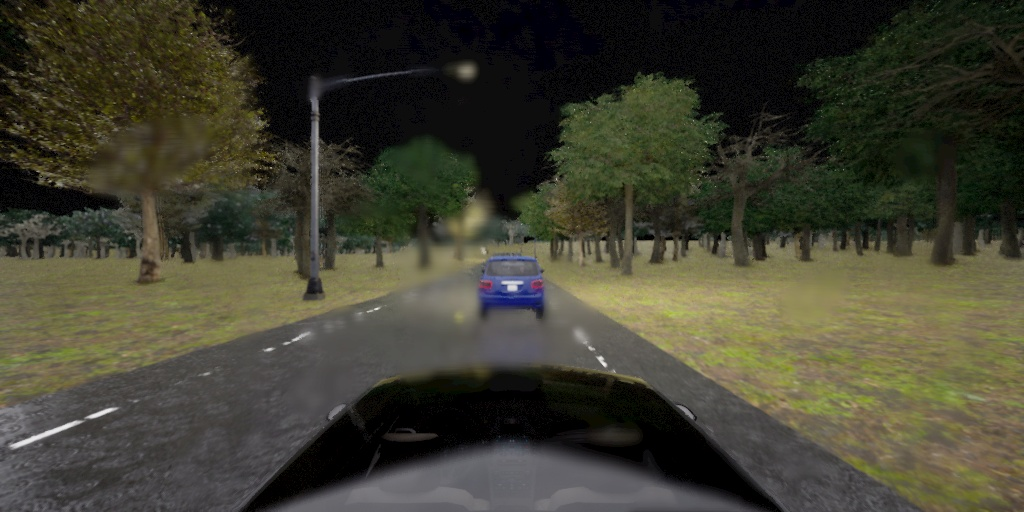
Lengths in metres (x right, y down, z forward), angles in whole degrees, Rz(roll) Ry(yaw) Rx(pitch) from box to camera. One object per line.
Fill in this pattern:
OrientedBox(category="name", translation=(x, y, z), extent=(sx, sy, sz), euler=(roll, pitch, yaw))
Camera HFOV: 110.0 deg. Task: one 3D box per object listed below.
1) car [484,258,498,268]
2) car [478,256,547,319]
OrientedBox(category="car", translation=(-3.536, 1.147, 60.452), extent=(2.033, 1.411, 5.357), euler=(0, 1, 1))
OrientedBox(category="car", translation=(0.038, 1.030, 13.212), extent=(2.150, 2.045, 5.566), euler=(0, 0, 1))
